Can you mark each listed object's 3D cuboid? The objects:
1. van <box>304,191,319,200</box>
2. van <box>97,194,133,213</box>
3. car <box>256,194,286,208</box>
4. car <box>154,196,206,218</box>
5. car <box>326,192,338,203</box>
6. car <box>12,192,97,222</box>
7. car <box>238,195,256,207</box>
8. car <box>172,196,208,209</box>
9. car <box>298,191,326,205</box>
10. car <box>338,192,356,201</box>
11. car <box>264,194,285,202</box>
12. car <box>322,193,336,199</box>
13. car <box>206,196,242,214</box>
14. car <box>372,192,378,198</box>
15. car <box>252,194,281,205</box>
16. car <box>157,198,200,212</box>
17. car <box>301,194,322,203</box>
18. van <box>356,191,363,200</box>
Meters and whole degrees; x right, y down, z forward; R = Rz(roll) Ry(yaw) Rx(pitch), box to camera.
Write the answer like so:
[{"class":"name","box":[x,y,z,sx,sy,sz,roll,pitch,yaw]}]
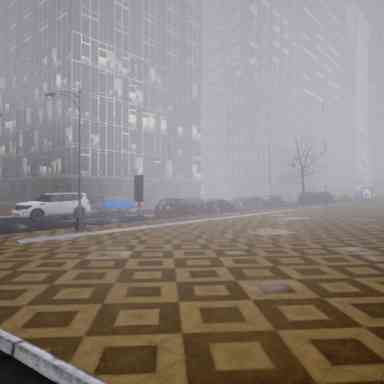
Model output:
[{"class":"van","box":[25.680,0.694,71.557,1.690,1.788,3.998,1,1,41]},{"class":"van","box":[-7.669,1.106,32.711,1.690,1.788,3.998,1,1,41]},{"class":"car","box":[9.866,1.244,40.151,1.802,1.307,4.206,1,1,41]},{"class":"car","box":[-1.125,1.240,27.096,1.967,1.590,4.097,1,1,41]},{"class":"car","box":[20.953,0.839,53.123,2.192,1.841,5.009,1,1,41]},{"class":"car","box":[-10.478,1.059,25.261,2.150,2.045,5.566,0,1,41]},{"class":"car","box":[8.117,1.174,42.099,1.812,1.442,4.674,0,1,41]},{"class":"car","box":[-0.194,1.218,41.291,1.887,1.381,4.507,1,1,41]},{"class":"car","box":[17.258,0.885,48.798,2.192,1.841,5.009,1,1,41]},{"class":"car","box":[28.453,0.957,61.905,1.752,1.417,4.829,1,1,41]},{"class":"car","box":[14.593,1.056,58.585,1.947,1.339,4.313,1,1,41]},{"class":"car","box":[33.070,0.828,80.212,1.947,1.339,4.313,1,1,41]},{"class":"car","box":[2.527,1.320,31.459,1.947,1.339,4.313,1,1,41]},{"class":"car","box":[43.151,0.704,79.641,1.801,1.575,5.366,0,1,41]},{"class":"car","box":[11.483,1.112,50.813,2.033,1.411,5.357,0,1,41]},{"class":"car","box":[-1.372,1.324,35.917,1.895,1.301,4.718,0,1,41]},{"class":"car","box":[20.265,1.062,56.326,1.994,1.385,4.181,0,1,41]},{"class":"van","box":[35.735,0.683,70.424,1.690,1.788,3.998,1,1,41]}]
